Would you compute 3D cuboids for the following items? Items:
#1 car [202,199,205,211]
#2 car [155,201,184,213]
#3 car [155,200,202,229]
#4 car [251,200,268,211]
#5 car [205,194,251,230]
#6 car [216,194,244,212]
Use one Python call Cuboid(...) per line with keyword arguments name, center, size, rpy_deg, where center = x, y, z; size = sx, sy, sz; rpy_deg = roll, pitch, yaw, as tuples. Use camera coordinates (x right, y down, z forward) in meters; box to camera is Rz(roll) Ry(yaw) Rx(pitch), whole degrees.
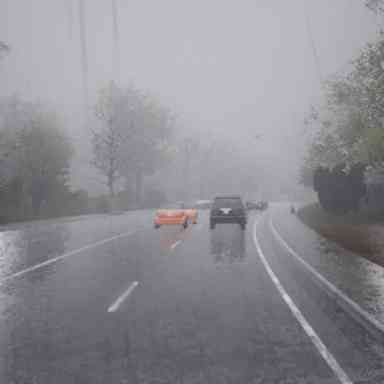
Cuboid(name="car", center=(1.384, 1.709, 43.119), size=(1.812, 1.442, 4.674), rpy_deg=(-1, -1, 22))
Cuboid(name="car", center=(-2.755, 1.844, 42.121), size=(1.895, 1.301, 4.718), rpy_deg=(-1, -1, 21))
Cuboid(name="car", center=(-0.937, 1.419, 22.263), size=(2.097, 1.767, 4.553), rpy_deg=(0, 0, 11))
Cuboid(name="car", center=(8.045, 1.640, 40.472), size=(1.895, 1.301, 4.718), rpy_deg=(-1, 0, 21))
Cuboid(name="car", center=(2.511, 1.259, 21.794), size=(2.150, 2.045, 5.566), rpy_deg=(-1, 0, 12))
Cuboid(name="car", center=(4.848, 1.331, 41.929), size=(2.150, 2.045, 5.566), rpy_deg=(-1, -1, 21))
